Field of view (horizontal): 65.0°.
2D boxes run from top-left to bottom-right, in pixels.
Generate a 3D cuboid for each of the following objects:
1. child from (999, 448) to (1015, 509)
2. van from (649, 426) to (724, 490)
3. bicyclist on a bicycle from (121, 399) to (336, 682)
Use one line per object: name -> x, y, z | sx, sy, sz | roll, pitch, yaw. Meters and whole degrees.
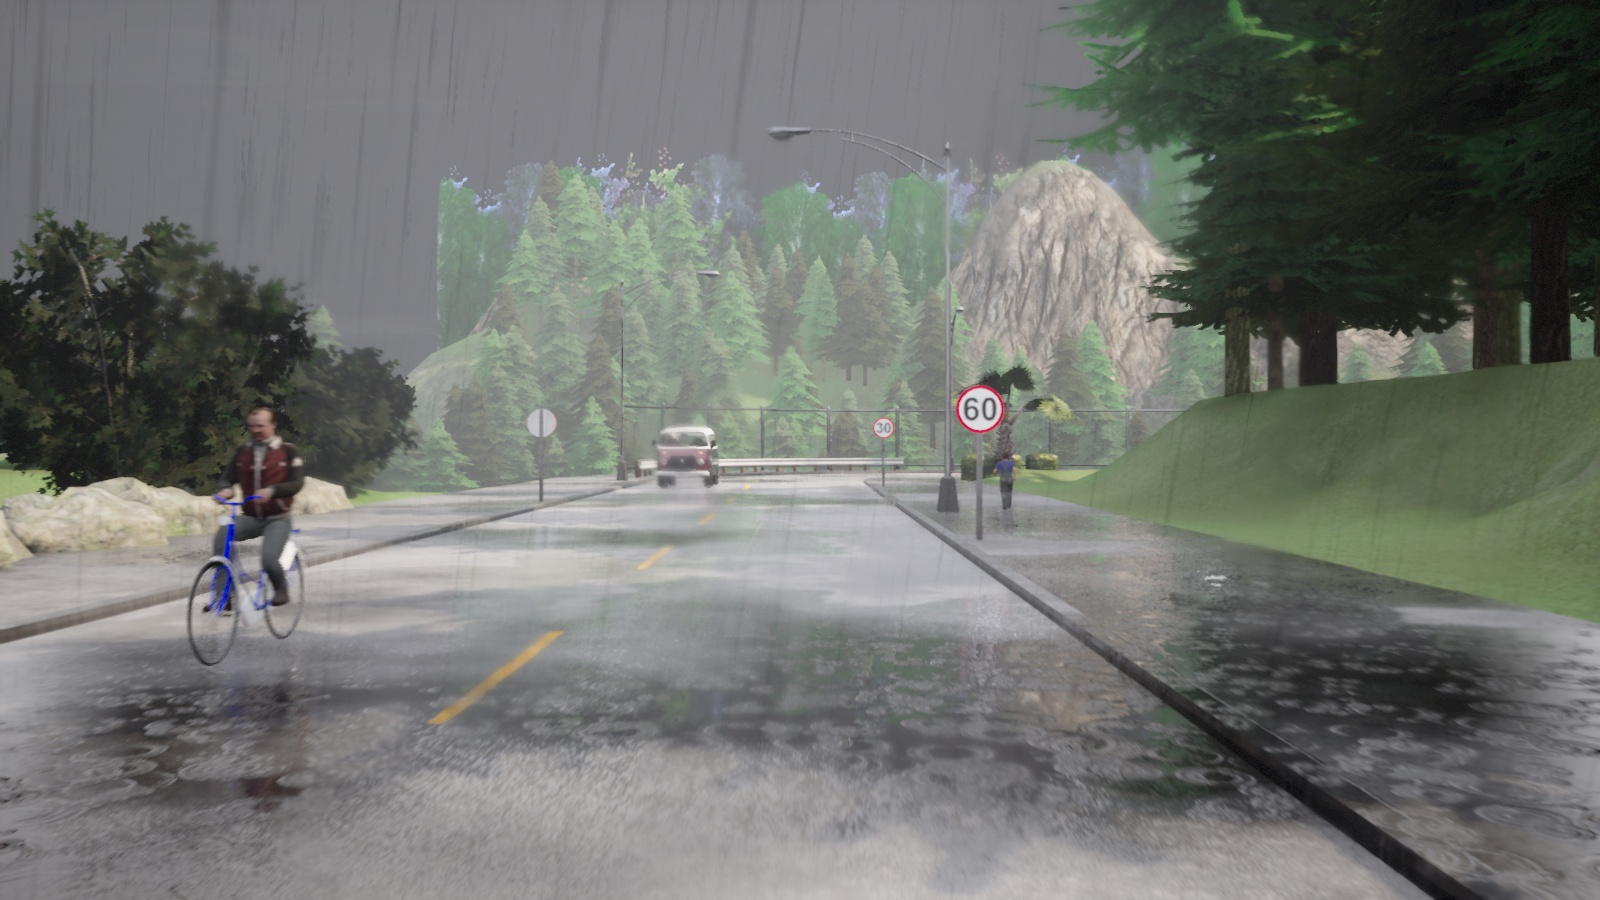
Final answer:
child -> 4.325, 0.592, 26.249 | 0.270, 1.263, 0.437 | 0, 0, 2
van -> -3.739, 0.229, 42.173 | 2.069, 2.038, 4.480 | 0, 0, 1
bicyclist on a bicycle -> -3.934, 0.564, 8.822 | 0.659, 1.776, 1.843 | 0, 0, 0
